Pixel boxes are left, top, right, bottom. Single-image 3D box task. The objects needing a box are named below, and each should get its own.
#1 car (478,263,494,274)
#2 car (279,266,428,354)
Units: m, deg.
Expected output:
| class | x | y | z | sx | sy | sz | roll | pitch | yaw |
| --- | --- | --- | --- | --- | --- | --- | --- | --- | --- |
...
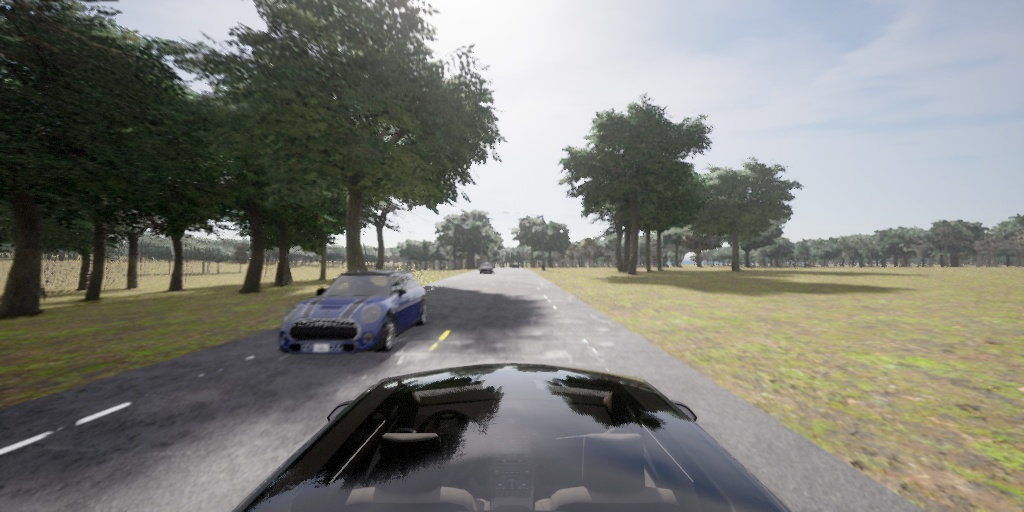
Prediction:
| class | x | y | z | sx | sy | sz | roll | pitch | yaw |
| --- | --- | --- | --- | --- | --- | --- | --- | --- | --- |
| car | -3.568 | 1.704 | 50.165 | 1.837 | 1.490 | 4.892 | 0 | -1 | 0 |
| car | -3.599 | 1.161 | 9.024 | 2.097 | 1.767 | 4.553 | 0 | 0 | 0 |
